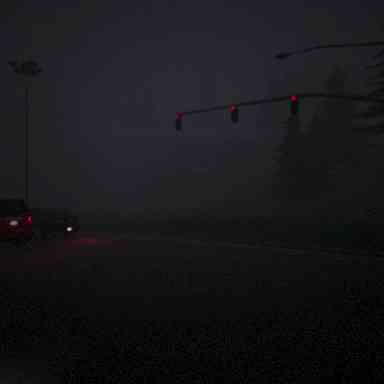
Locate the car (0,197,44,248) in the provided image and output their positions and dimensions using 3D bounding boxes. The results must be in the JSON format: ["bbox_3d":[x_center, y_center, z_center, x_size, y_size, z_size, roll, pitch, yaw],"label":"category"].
[{"bbox_3d":[-8.824,1.221,13.451,5.566,2.045,2.150,0,0,30],"label":"car"}]

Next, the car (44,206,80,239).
[{"bbox_3d":[-7.890,1.499,16.909,4.892,1.490,1.837,0,0,30],"label":"car"}]
